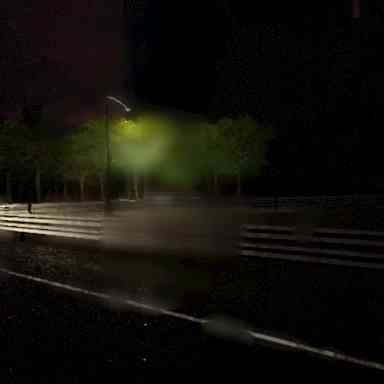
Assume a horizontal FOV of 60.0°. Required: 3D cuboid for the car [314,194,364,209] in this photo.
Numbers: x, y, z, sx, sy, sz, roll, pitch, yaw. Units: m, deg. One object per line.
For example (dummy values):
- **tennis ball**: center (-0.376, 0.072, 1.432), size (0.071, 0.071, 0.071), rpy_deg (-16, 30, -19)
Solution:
- **car**: center (14.793, 0.947, 33.407), size (4.902, 1.511, 2.128), rpy_deg (-2, -1, -6)
